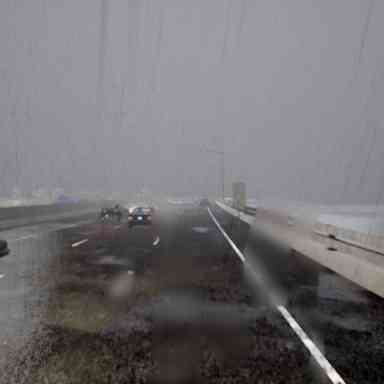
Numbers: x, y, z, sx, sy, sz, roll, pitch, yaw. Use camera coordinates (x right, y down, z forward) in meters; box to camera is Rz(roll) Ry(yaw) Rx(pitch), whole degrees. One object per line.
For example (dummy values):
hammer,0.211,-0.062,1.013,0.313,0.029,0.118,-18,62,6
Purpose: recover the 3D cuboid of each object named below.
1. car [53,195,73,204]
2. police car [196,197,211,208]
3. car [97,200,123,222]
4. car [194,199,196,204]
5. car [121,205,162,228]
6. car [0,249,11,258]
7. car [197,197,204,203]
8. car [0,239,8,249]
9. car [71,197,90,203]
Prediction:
car,-23.435,1.657,61.108,2.150,2.045,5.566,0,0,2
police car,2.112,1.806,55.186,1.930,1.638,5.238,0,0,2
car,-6.655,1.680,28.614,2.128,1.511,4.902,0,0,1
car,1.539,1.977,72.947,1.895,1.301,4.718,0,0,2
car,-3.237,1.700,23.385,2.033,1.411,5.357,0,0,1
car,-3.409,1.540,2.272,1.812,1.442,4.674,0,0,0
car,2.318,2.131,89.341,1.994,1.385,4.181,0,-1,3
car,-6.877,1.600,8.429,2.033,1.411,5.357,0,0,0
car,-19.944,1.936,61.022,1.837,1.490,4.892,0,0,3
